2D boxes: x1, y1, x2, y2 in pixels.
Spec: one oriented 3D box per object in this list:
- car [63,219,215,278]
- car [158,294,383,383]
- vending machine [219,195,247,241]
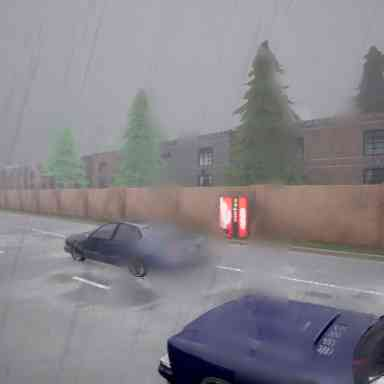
[{"bbox_3d":[-1.844,1.547,10.187,5.357,1.411,2.033,0,0,41],"label":"car"},{"bbox_3d":[2.013,1.601,2.656,4.718,1.301,1.895,0,0,36],"label":"car"},{"bbox_3d":[1.988,1.195,16.009,0.880,2.100,1.100,0,0,42],"label":"vending machine"}]
